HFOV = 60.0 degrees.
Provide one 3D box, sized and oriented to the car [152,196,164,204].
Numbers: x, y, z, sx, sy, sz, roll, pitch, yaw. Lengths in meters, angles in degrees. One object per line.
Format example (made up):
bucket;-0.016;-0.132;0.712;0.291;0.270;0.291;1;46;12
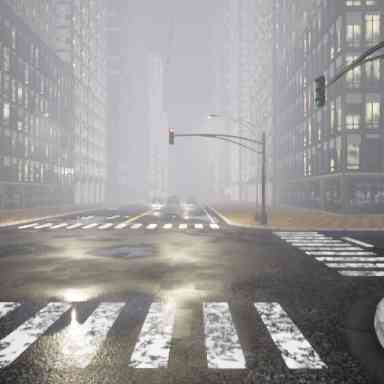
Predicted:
car;-6.550;1.602;64.255;2.128;1.511;4.902;0;0;0

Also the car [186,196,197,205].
car;-0.047;1.698;60.538;1.895;1.301;4.718;0;0;0

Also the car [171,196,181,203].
car;-3.304;1.559;70.121;1.895;1.301;4.718;0;0;0

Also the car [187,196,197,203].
car;-0.054;1.534;70.510;1.994;1.385;4.181;0;0;0

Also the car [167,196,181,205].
car;-3.297;1.447;60.060;2.097;1.767;4.553;0;0;0
